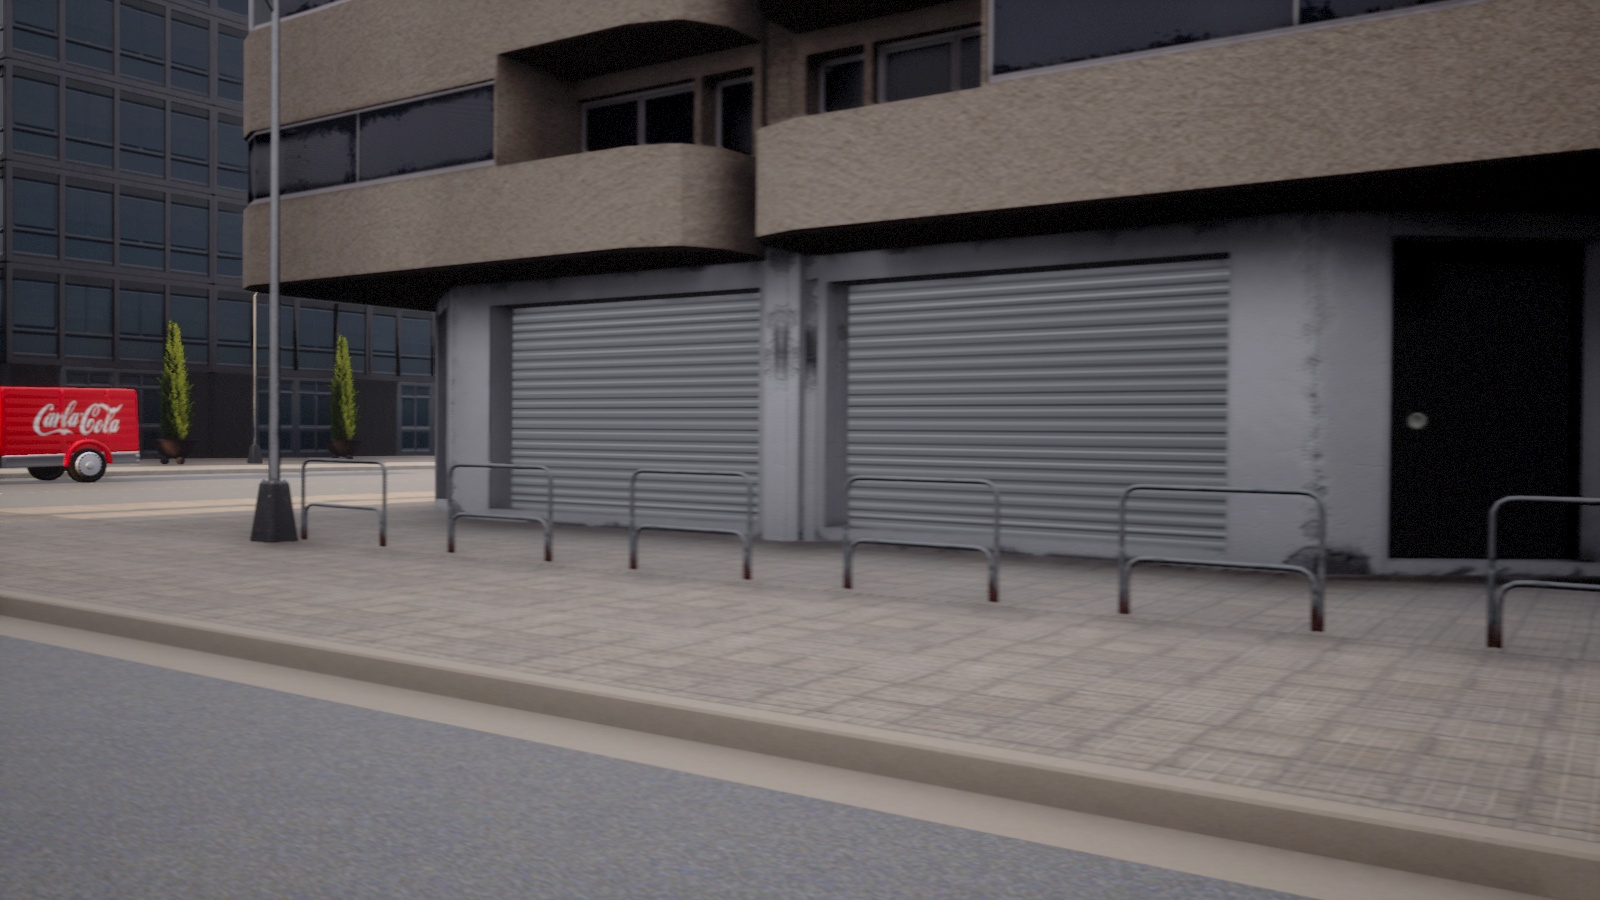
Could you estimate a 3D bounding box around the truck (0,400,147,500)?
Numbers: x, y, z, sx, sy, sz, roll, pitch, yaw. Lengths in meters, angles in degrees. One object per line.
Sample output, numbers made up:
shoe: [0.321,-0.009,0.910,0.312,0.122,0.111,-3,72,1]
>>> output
truck: [-20.206,-0.030,32.453,2.627,2.467,5.204,0,2,34]
